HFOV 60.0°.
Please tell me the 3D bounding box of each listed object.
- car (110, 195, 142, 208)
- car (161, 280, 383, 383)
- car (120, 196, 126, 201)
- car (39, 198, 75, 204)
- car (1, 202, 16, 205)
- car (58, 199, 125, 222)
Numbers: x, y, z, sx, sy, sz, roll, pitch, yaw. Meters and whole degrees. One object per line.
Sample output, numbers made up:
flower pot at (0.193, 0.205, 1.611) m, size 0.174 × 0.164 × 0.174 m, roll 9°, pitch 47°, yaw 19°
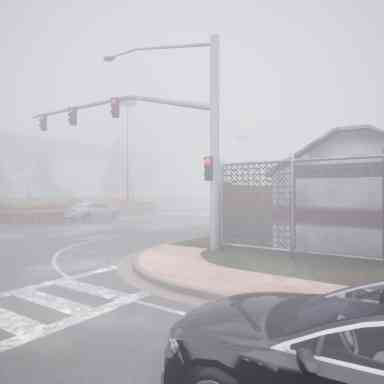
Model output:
car at (-9.650, 1.356, 48.993) m, size 2.097 × 1.767 × 4.553 m, roll 0°, pitch 0°, yaw 34°
car at (1.924, 1.492, 2.640) m, size 4.902 × 1.511 × 2.128 m, roll 0°, pitch 0°, yaw 36°
car at (-9.757, 1.551, 42.549) m, size 2.033 × 1.411 × 5.357 m, roll 0°, pitch 0°, yaw 34°
car at (-14.918, 1.567, 34.837) m, size 1.994 × 1.385 × 4.181 m, roll 0°, pitch 0°, yaw 34°
car at (-20.344, 1.551, 33.018) m, size 2.033 × 1.411 × 5.357 m, roll 0°, pitch 0°, yaw 34°
car at (-7.803, 1.528, 26.218) m, size 1.812 × 1.442 × 4.674 m, roll 0°, pitch 0°, yaw 34°
